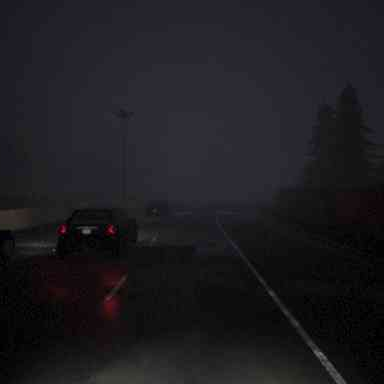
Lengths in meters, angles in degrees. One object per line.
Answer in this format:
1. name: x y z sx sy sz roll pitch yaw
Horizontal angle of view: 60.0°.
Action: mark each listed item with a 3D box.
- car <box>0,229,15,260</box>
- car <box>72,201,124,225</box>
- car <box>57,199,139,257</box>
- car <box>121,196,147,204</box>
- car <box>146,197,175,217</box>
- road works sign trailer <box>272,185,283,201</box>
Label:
1. car: -6.959 1.449 9.301 1.882 1.535 5.008 0 0 0
2. car: -6.758 1.472 24.612 2.033 1.411 5.357 0 0 4
3. car: -3.431 1.311 12.995 2.097 1.767 4.553 0 0 0
4. car: -10.222 1.368 58.752 2.033 1.411 5.357 0 0 21
5. car: -2.781 1.387 29.846 1.882 1.535 5.008 0 0 6
6. road works sign trailer: 19.894 0.233 76.383 2.380 3.560 2.880 0 0 42
